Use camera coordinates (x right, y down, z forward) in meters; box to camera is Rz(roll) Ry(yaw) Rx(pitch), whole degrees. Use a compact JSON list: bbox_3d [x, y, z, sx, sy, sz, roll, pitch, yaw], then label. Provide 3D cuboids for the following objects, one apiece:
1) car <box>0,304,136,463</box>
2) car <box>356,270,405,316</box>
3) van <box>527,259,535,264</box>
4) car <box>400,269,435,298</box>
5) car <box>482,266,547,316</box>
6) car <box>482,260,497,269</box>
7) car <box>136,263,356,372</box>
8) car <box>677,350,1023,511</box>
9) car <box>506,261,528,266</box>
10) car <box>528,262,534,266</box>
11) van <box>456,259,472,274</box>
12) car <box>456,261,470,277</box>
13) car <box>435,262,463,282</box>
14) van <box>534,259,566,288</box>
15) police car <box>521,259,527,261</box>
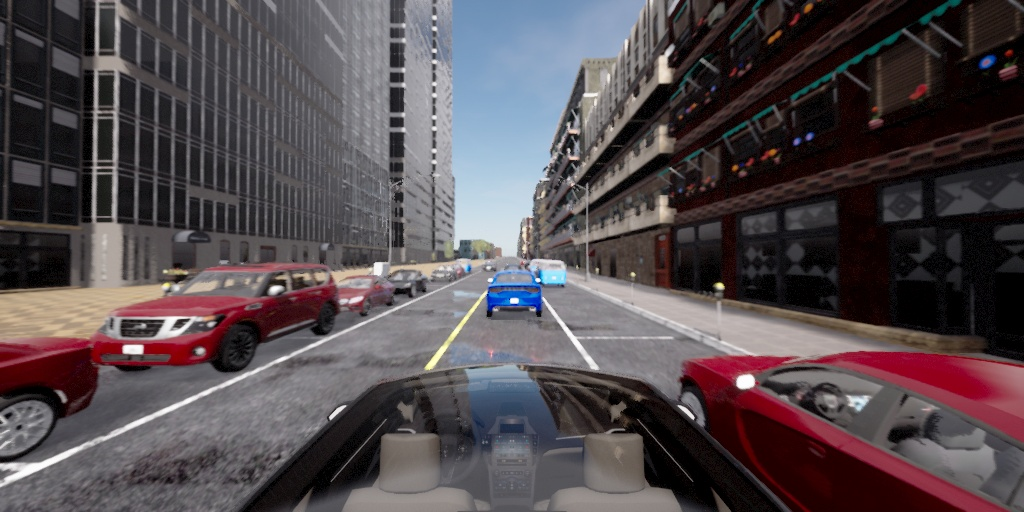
[{"bbox_3d":[-5.689,1.298,2.245,1.888,1.381,4.507,0,0,0],"label":"car"},{"bbox_3d":[-5.689,1.383,13.536,1.802,1.307,4.207,0,0,0],"label":"car"},{"bbox_3d":[2.693,1.232,36.147,1.690,1.789,3.998,0,0,0],"label":"van"},{"bbox_3d":[-5.689,1.390,19.184,1.948,1.339,4.313,0,0,0],"label":"car"},{"bbox_3d":[0.079,1.279,13.609,1.882,1.535,5.008,0,-1,0],"label":"car"},{"bbox_3d":[-3.078,1.432,50.088,2.128,1.511,4.902,0,0,0],"label":"car"},{"bbox_3d":[-5.689,1.092,7.891,2.192,1.841,5.009,0,0,0],"label":"car"},{"bbox_3d":[2.692,1.297,2.268,1.888,1.381,4.507,0,0,0],"label":"car"},{"bbox_3d":[0.078,1.388,28.670,1.812,1.442,4.674,0,0,0],"label":"car"},{"bbox_3d":[2.693,1.420,30.501,2.007,1.370,4.403,0,0,0],"label":"car"},{"bbox_3d":[-5.688,1.253,41.768,1.690,1.789,3.998,0,0,0],"label":"van"},{"bbox_3d":[-5.688,1.474,36.122,1.802,1.307,4.207,0,0,0],"label":"car"},{"bbox_3d":[-5.688,1.420,30.476,2.007,1.370,4.403,0,0,0],"label":"car"},{"bbox_3d":[2.692,1.188,24.853,1.690,1.789,3.998,0,0,0],"label":"van"},{"bbox_3d":[3.002,1.396,59.762,1.930,1.638,5.238,0,0,0],"label":"police car"}]
